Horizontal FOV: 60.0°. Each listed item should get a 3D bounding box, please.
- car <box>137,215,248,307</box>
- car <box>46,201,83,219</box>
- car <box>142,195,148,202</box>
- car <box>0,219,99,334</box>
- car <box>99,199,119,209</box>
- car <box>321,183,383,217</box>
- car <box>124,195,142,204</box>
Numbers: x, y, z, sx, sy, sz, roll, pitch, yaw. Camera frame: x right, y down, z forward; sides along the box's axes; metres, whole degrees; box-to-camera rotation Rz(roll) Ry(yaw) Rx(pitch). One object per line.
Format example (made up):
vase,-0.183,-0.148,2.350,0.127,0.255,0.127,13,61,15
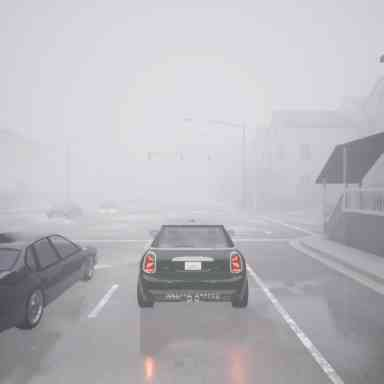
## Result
car,0.006,1.352,8.124,2.097,1.767,4.553,0,0,0
car,-10.880,1.527,28.767,1.812,1.442,4.674,0,0,-1
car,-11.262,1.451,76.987,2.128,1.511,4.902,0,0,-1
car,-3.485,1.547,6.843,2.033,1.411,5.357,0,0,0
car,-11.036,1.564,44.491,1.994,1.385,4.181,0,0,-1
car,13.707,0.727,27.933,5.566,2.045,2.150,-14,0,-2
car,-11.171,1.351,61.859,2.097,1.767,4.553,0,0,0
